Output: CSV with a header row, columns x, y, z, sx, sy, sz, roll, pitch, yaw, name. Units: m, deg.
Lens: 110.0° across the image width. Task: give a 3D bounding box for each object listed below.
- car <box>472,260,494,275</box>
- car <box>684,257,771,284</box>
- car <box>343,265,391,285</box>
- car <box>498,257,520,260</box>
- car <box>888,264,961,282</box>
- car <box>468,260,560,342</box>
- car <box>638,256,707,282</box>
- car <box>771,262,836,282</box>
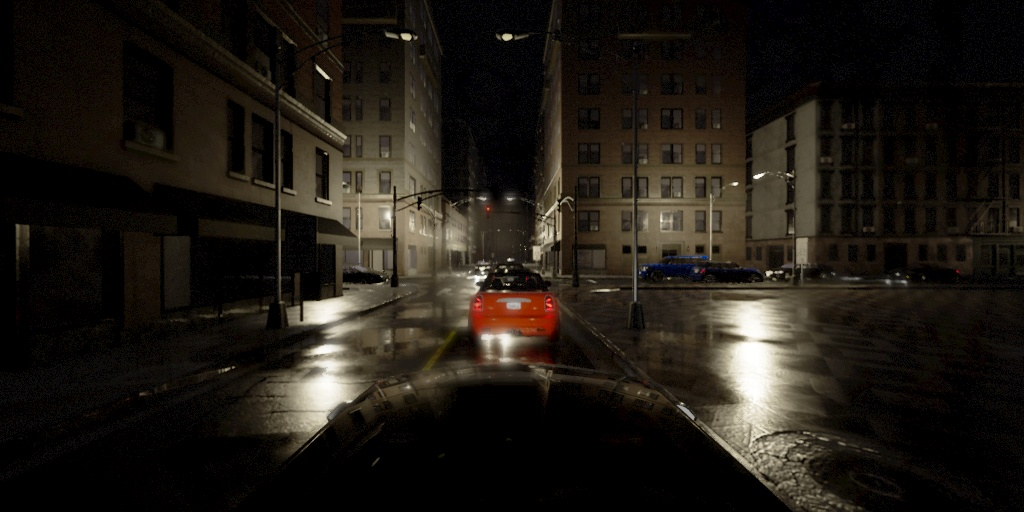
x,y,z,sx,sy,sz,roll,pitch,yaw,name
-3.224,1.266,41.256,2.128,1.511,4.902,0,0,0,car
15.158,1.126,25.444,4.553,1.767,2.097,0,0,-1,car
-11.388,1.312,25.091,5.357,1.411,2.033,0,0,1,car
-0.183,1.113,18.861,2.097,1.767,4.553,0,0,-3,car
33.037,1.338,28.807,4.181,1.385,1.994,0,0,0,car
0.048,1.107,9.941,2.097,1.767,4.553,0,0,0,car
12.961,0.993,28.622,5.566,2.045,2.150,0,0,-1,car
22.982,1.265,28.725,4.902,1.511,2.128,0,0,-1,car
